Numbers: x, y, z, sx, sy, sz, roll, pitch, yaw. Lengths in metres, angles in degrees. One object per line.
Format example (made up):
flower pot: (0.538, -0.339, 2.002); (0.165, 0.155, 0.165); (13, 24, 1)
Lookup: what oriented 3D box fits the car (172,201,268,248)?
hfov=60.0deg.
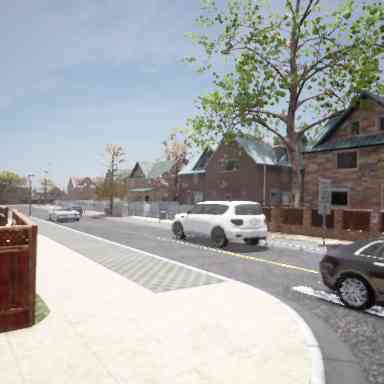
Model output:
car: (1.161, 1.462, 16.245); (2.150, 2.045, 5.566); (2, -2, -34)

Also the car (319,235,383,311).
car: (4.659, 1.563, 5.783); (1.837, 1.490, 4.892); (2, -1, -34)

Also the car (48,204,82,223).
car: (-11.395, 1.964, 29.539); (1.895, 1.301, 4.718); (2, -2, -34)
